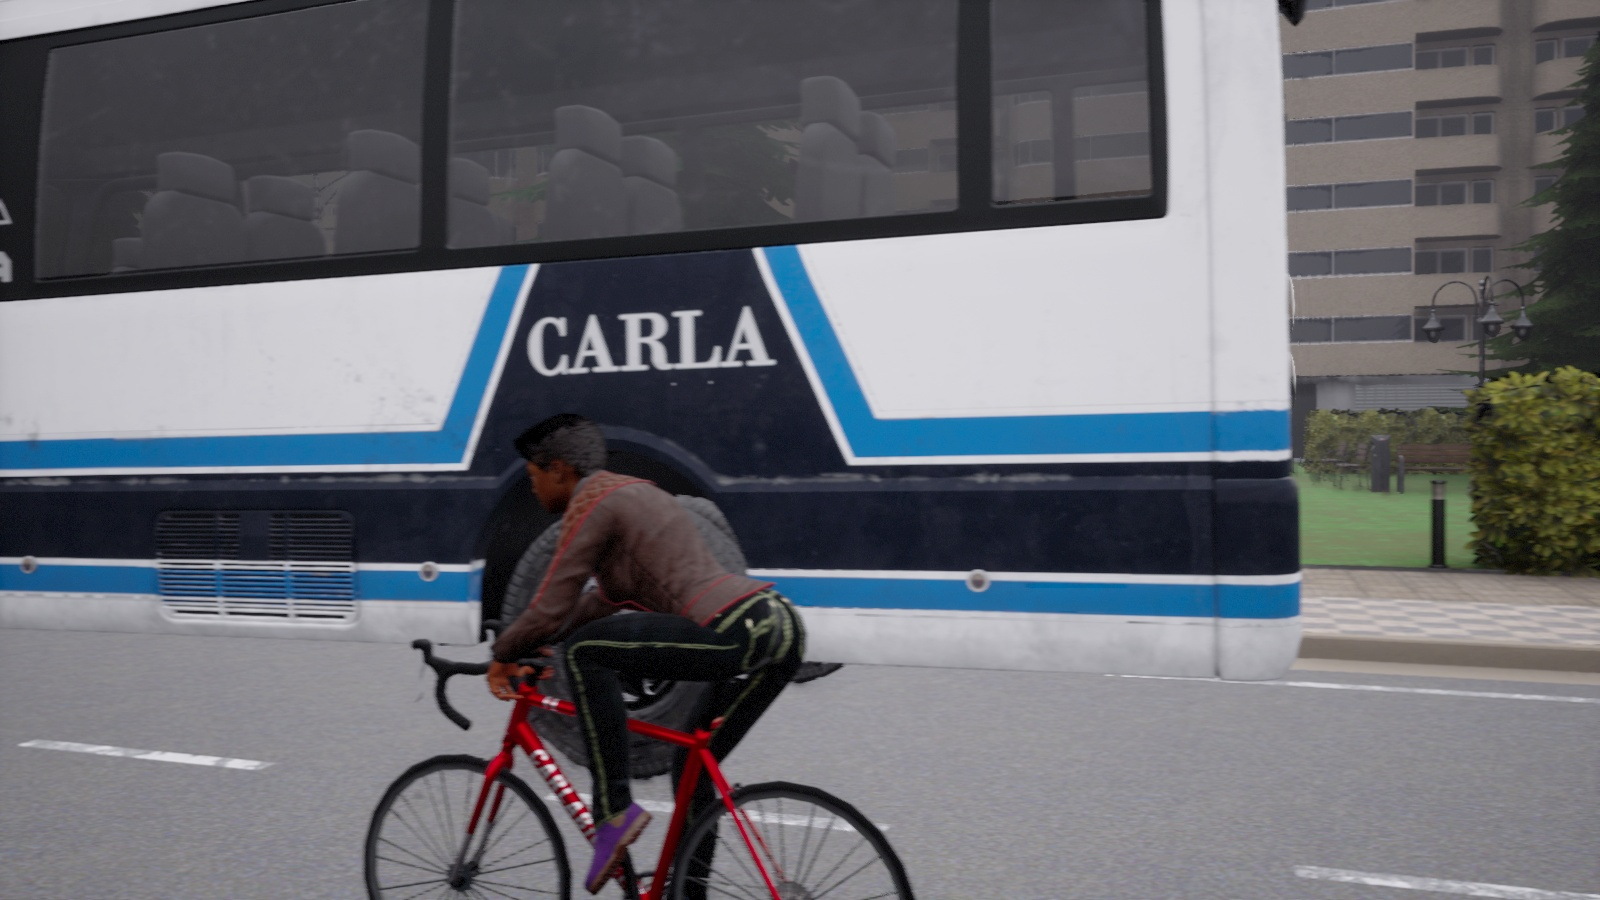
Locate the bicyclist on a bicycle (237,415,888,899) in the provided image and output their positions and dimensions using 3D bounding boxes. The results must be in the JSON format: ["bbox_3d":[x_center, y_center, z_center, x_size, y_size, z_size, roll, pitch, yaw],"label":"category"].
[{"bbox_3d":[-0.638,0.722,3.407,1.656,1.620,0.582,0,1,19],"label":"bicyclist on a bicycle"}]

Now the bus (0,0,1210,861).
[{"bbox_3d":[-2.885,-0.687,7.836,10.273,4.253,3.944,0,1,19],"label":"bus"}]
